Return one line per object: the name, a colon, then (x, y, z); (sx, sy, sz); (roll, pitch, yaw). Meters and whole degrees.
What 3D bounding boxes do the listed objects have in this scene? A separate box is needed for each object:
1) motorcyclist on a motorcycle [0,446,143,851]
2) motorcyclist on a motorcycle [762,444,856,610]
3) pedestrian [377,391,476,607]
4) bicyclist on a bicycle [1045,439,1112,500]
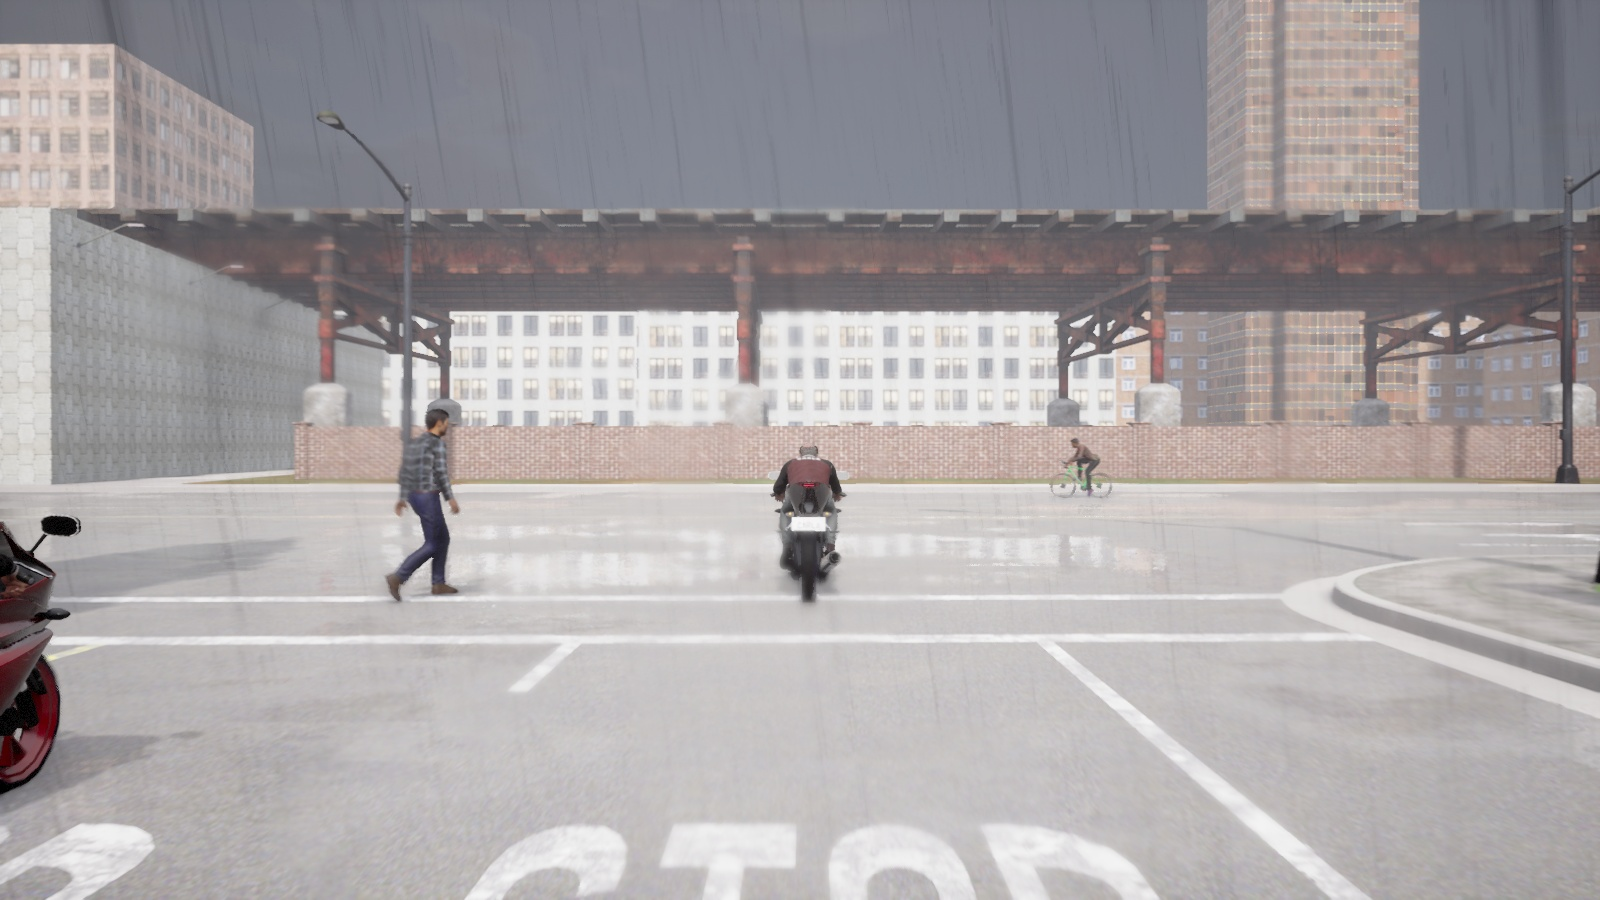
motorcyclist on a motorcycle: (-3.458, 0.752, 4.672); (0.866, 1.530, 2.191); (0, 0, 0)
motorcyclist on a motorcycle: (0.088, 0.710, 12.739); (0.866, 1.530, 2.191); (0, 0, 0)
pedestrian: (-3.502, 0.442, 11.785); (0.788, 1.949, 0.423); (0, 0, -39)
bicyclist on a bicycle: (7.450, 0.516, 33.586); (1.656, 1.620, 0.582); (0, 0, 1)
